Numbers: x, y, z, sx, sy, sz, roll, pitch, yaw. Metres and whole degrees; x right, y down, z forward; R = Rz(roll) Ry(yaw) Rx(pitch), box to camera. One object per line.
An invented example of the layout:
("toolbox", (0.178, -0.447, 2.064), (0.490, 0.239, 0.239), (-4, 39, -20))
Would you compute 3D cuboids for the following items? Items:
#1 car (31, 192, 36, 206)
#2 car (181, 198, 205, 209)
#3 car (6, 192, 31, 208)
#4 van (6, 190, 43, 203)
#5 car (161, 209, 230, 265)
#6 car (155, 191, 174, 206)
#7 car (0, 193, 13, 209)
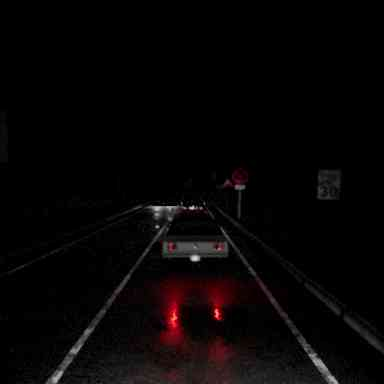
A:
("car", (-22.148, 1.064, 40.996), (4.792, 1.488, 2.163), (0, 1, 0))
("car", (0.072, 1.199, 27.022), (2.033, 1.411, 5.357), (0, 1, 0))
("car", (-21.929, 1.060, 38.219), (5.366, 1.575, 1.946), (0, 1, 0))
("van", (-22.005, 0.779, 43.767), (4.442, 1.987, 1.878), (0, 1, 0))
("car", (0.071, 1.475, 11.167), (1.895, 1.301, 4.718), (0, 1, 0))
("car", (-3.341, 0.723, 41.042), (1.837, 1.490, 4.892), (0, 7, 0))
("car", (-22.140, 1.122, 35.445), (4.792, 1.488, 2.163), (0, 1, 0))
